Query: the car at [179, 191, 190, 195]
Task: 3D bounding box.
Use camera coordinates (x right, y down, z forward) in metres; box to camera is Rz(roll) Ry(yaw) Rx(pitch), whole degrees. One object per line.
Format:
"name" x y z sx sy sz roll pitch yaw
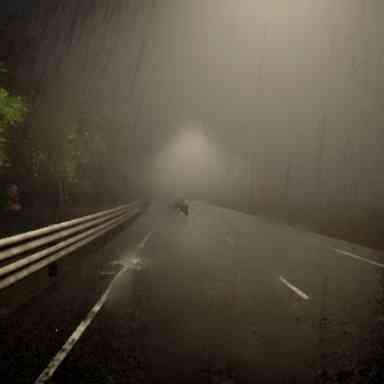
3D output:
"car" -1.066 1.149 67.904 1.812 1.442 4.674 0 0 -5

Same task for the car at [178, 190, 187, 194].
"car" -1.922 0.627 77.902 2.150 2.045 5.566 0 0 -5

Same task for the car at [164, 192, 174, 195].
"car" -3.773 1.243 59.648 1.994 1.385 4.181 0 0 -5

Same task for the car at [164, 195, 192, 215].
"car" -1.421 1.324 31.917 2.128 1.511 4.902 0 0 -5
